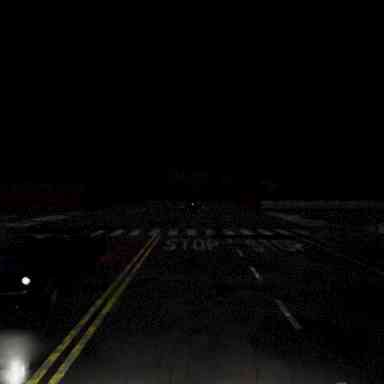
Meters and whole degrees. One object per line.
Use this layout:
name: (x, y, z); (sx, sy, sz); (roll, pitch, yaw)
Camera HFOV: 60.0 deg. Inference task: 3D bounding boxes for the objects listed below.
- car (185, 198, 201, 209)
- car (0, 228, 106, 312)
car: (0.094, 1.481, 42.821); (1.994, 1.385, 4.181); (0, 0, 0)
car: (-3.527, 1.586, 7.799); (1.895, 1.301, 4.718); (0, 0, 1)
